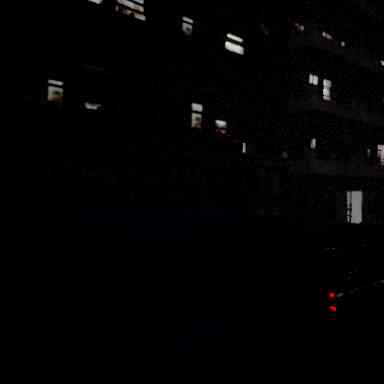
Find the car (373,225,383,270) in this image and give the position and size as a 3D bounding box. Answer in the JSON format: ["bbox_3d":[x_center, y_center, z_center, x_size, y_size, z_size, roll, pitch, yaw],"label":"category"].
[{"bbox_3d":[4.720,1.643,9.909,4.313,1.339,1.947,1,0,-35],"label":"car"}]

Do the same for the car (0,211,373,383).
[{"bbox_3d":[-1.116,1.225,2.581,5.566,2.045,2.150,1,0,-35],"label":"car"}]
